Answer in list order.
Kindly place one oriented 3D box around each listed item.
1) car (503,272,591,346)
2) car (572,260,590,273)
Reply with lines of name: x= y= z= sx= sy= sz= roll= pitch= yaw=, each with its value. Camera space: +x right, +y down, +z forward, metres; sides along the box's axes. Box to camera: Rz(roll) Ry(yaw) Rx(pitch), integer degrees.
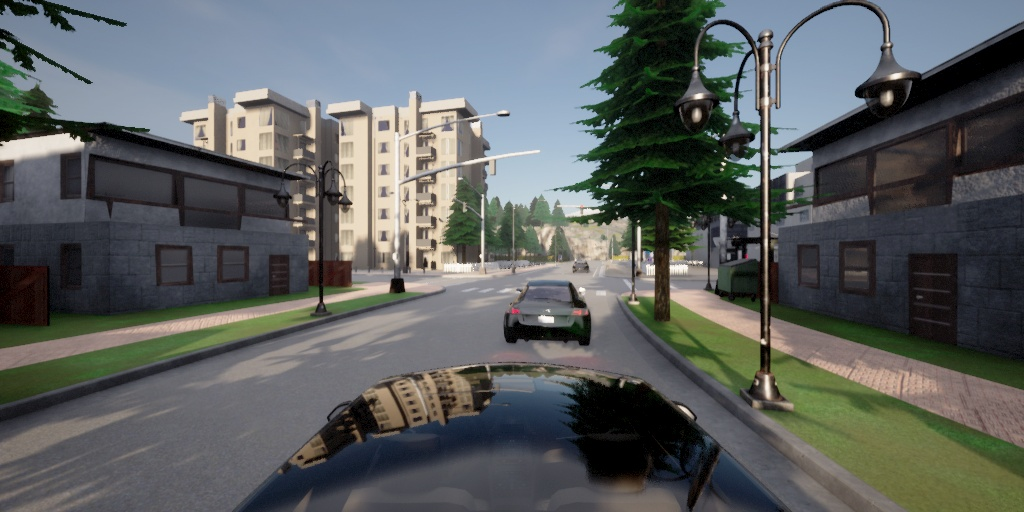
car: x=1.012 y=1.312 z=9.535 sx=1.994 sy=1.385 sz=4.181 roll=0 pitch=0 yaw=9
car: x=8.412 y=1.268 z=43.519 sx=2.128 sy=1.511 sz=4.902 roll=0 pitch=0 yaw=14
